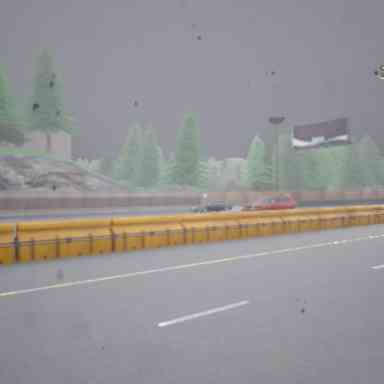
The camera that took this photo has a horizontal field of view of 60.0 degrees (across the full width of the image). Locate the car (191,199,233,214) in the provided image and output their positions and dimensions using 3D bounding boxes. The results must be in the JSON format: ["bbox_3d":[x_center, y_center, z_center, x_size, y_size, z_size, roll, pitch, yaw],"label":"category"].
[{"bbox_3d":[2.135,1.543,35.329,4.902,1.511,2.128,0,0,-34],"label":"car"}]

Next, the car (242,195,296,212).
[{"bbox_3d":[7.087,1.313,30.229,5.566,2.045,2.150,0,0,-35],"label":"car"}]
